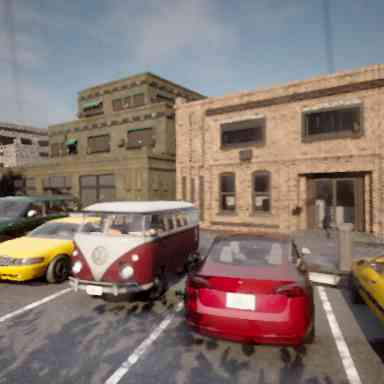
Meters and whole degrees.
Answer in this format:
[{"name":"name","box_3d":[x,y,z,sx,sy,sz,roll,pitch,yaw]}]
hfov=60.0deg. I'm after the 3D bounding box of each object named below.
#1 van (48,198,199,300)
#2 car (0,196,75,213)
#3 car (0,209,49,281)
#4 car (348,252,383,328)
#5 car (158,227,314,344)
[{"name":"van","box_3d":[-1.164,1.221,8.147,1.878,1.987,4.442,1,0,15]},{"name":"car","box_3d":[-5.931,1.159,11.634,2.435,2.045,5.566,0,-1,15]},{"name":"car","box_3d":[-3.581,1.423,9.781,1.946,1.575,5.366,1,0,15]},{"name":"car","box_3d":[3.690,1.486,5.034,1.946,1.575,5.366,0,-1,15]},{"name":"car","box_3d":[1.255,1.497,6.587,2.163,1.488,4.792,0,-1,15]}]
